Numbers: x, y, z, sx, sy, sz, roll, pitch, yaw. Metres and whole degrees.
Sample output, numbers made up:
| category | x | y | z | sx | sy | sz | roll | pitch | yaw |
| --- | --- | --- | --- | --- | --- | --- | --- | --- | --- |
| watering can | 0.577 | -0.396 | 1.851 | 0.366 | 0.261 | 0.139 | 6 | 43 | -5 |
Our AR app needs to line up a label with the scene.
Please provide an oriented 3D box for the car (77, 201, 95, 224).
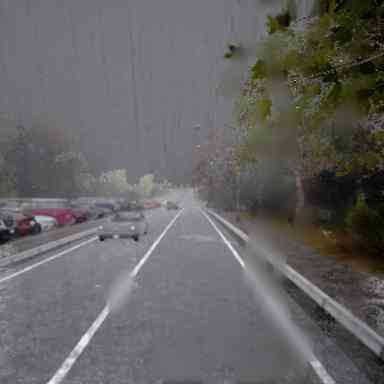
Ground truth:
| category | x | y | z | sx | sy | sz | roll | pitch | yaw |
| --- | --- | --- | --- | --- | --- | --- | --- | --- | --- |
| car | -10.335 | 1.681 | 25.063 | 5.008 | 1.535 | 2.097 | 0 | -1 | 0 |

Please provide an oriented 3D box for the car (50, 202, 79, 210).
| category | x | y | z | sx | sy | sz | roll | pitch | yaw |
| --- | --- | --- | --- | --- | --- | --- | --- | --- | --- |
| car | -23.402 | 2.490 | 61.111 | 4.674 | 1.452 | 2.002 | 0 | -2 | 0 |

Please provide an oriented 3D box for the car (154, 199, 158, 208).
| category | x | y | z | sx | sy | sz | roll | pitch | yaw |
| --- | --- | --- | --- | --- | --- | --- | --- | --- | --- |
| car | -10.132 | 2.604 | 66.674 | 5.366 | 1.575 | 1.946 | 0 | -2 | 0 |

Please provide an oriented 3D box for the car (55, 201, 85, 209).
| category | x | y | z | sx | sy | sz | roll | pitch | yaw |
| --- | --- | --- | --- | --- | --- | --- | --- | --- | --- |
| car | -23.393 | 2.532 | 64.005 | 5.008 | 1.535 | 2.097 | 0 | -2 | 0 |

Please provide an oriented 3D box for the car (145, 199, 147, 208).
| category | x | y | z | sx | sy | sz | roll | pitch | yaw |
| --- | --- | --- | --- | --- | --- | --- | --- | --- | --- |
| car | -10.290 | 2.167 | 55.578 | 4.553 | 1.767 | 2.185 | 0 | -2 | 0 |

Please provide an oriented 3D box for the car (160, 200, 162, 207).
| category | x | y | z | sx | sy | sz | roll | pitch | yaw |
| --- | --- | --- | --- | --- | --- | --- | --- | --- | --- |
| car | -10.343 | 3.030 | 80.550 | 4.792 | 1.488 | 2.163 | 0 | -2 | 0 |

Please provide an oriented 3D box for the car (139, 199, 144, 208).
| category | x | y | z | sx | sy | sz | roll | pitch | yaw |
| --- | --- | --- | --- | --- | --- | --- | --- | --- | --- |
| car | -10.317 | 2.136 | 50.024 | 5.008 | 1.535 | 2.097 | 0 | -2 | 0 |

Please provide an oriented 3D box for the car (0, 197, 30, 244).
| category | x | y | z | sx | sy | sz | roll | pitch | yaw |
| --- | --- | --- | --- | --- | --- | --- | --- | --- | --- |
| car | -10.305 | 1.294 | 13.962 | 5.566 | 2.045 | 2.435 | 0 | -1 | 0 |

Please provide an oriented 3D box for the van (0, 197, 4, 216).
| category | x | y | z | sx | sy | sz | roll | pitch | yaw |
| --- | --- | --- | --- | --- | --- | --- | --- | --- | --- |
| van | -23.289 | 1.594 | 36.335 | 4.442 | 1.987 | 1.878 | 0 | -1 | 0 |

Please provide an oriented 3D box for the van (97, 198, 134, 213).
| category | x | y | z | sx | sy | sz | roll | pitch | yaw |
| --- | --- | --- | --- | --- | --- | --- | --- | --- | --- |
| van | -10.207 | 1.753 | 44.480 | 4.442 | 1.987 | 1.878 | 0 | -2 | 0 |

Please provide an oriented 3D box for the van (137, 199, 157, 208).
| category | x | y | z | sx | sy | sz | roll | pitch | yaw |
| --- | --- | --- | --- | --- | --- | --- | --- | --- | --- |
| van | -10.431 | 2.696 | 77.781 | 4.442 | 1.987 | 1.878 | 0 | -2 | 0 |

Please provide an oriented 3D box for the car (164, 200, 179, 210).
| category | x | y | z | sx | sy | sz | roll | pitch | yaw |
| --- | --- | --- | --- | --- | --- | --- | --- | --- | --- |
| car | -3.332 | 2.464 | 58.039 | 1.895 | 1.301 | 4.718 | 0 | -2 | 0 |

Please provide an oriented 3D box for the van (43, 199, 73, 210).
| category | x | y | z | sx | sy | sz | roll | pitch | yaw |
| --- | --- | --- | --- | --- | --- | --- | --- | --- | --- |
| van | -23.517 | 2.146 | 58.349 | 4.442 | 1.987 | 1.878 | 0 | -2 | 0 |

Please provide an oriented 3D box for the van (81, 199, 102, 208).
| category | x | y | z | sx | sy | sz | roll | pitch | yaw |
| --- | --- | --- | --- | --- | --- | --- | --- | --- | --- |
| van | -23.511 | 2.698 | 77.858 | 4.442 | 1.987 | 1.878 | 0 | -2 | 0 |

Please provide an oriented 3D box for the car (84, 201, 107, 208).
| category | x | y | z | sx | sy | sz | roll | pitch | yaw |
| --- | --- | --- | --- | --- | --- | --- | --- | --- | --- |
| car | -23.399 | 3.002 | 80.620 | 5.008 | 1.535 | 2.097 | 0 | -2 | 0 |

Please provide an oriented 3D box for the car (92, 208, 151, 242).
| category | x | y | z | sx | sy | sz | roll | pitch | yaw |
| --- | --- | --- | --- | --- | --- | --- | --- | --- | --- |
| car | -3.353 | 1.698 | 16.981 | 1.895 | 1.301 | 4.718 | 0 | -1 | 0 |

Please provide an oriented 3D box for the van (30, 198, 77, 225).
| category | x | y | z | sx | sy | sz | roll | pitch | yaw |
| --- | --- | --- | --- | --- | --- | --- | --- | --- | --- |
| van | -10.447 | 1.422 | 22.290 | 4.442 | 1.987 | 1.878 | 0 | -1 | 0 |

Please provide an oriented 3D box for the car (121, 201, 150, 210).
| category | x | y | z | sx | sy | sz | roll | pitch | yaw |
| --- | --- | --- | --- | --- | --- | --- | --- | --- | --- |
| car | -10.313 | 2.451 | 61.125 | 4.892 | 1.521 | 2.231 | 0 | -2 | 0 |

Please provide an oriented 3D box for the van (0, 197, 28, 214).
| category | x | y | z | sx | sy | sz | roll | pitch | yaw |
| --- | --- | --- | --- | --- | --- | --- | --- | --- | --- |
| van | -23.288 | 1.675 | 41.726 | 4.442 | 1.987 | 1.878 | 0 | -1 | 0 |

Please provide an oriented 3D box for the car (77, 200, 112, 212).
| category | x | y | z | sx | sy | sz | roll | pitch | yaw |
| --- | --- | --- | --- | --- | --- | --- | --- | --- | --- |
| car | -10.298 | 1.779 | 30.613 | 4.792 | 1.488 | 2.163 | 0 | -1 | 0 |

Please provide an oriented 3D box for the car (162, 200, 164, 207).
| category | x | y | z | sx | sy | sz | roll | pitch | yaw |
| --- | --- | --- | --- | --- | --- | --- | --- | --- | --- |
| car | -10.306 | 3.167 | 86.101 | 4.892 | 1.521 | 2.231 | 0 | -2 | 0 |

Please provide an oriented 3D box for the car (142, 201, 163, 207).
| category | x | y | z | sx | sy | sz | roll | pitch | yaw |
| --- | --- | --- | --- | --- | --- | --- | --- | --- | --- |
| car | -10.497 | 3.254 | 88.867 | 5.366 | 1.575 | 1.946 | 0 | -2 | 0 |

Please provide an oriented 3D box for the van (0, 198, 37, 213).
| category | x | y | z | sx | sy | sz | roll | pitch | yaw |
| --- | --- | --- | --- | --- | --- | --- | --- | --- | --- |
| van | -23.520 | 1.757 | 44.628 | 4.442 | 1.987 | 1.878 | 0 | -2 | 0 |

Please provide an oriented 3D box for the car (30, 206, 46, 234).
| category | x | y | z | sx | sy | sz | roll | pitch | yaw |
| --- | --- | --- | --- | --- | --- | --- | --- | --- | --- |
| car | -10.362 | 1.609 | 16.735 | 4.792 | 1.488 | 2.163 | 0 | -1 | 0 |

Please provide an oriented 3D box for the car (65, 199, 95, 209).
| category | x | y | z | sx | sy | sz | roll | pitch | yaw |
| --- | --- | --- | --- | --- | --- | --- | --- | --- | --- |
| car | -23.369 | 2.438 | 69.552 | 5.566 | 2.045 | 2.435 | 0 | -2 | 0 |

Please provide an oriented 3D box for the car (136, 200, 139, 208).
| category | x | y | z | sx | sy | sz | roll | pitch | yaw |
| --- | --- | --- | --- | --- | --- | --- | --- | --- | --- |
| car | -10.326 | 2.097 | 47.248 | 4.674 | 1.452 | 2.002 | 0 | -2 | 0 |

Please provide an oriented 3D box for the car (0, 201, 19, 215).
| category | x | y | z | sx | sy | sz | roll | pitch | yaw |
| --- | --- | --- | --- | --- | --- | --- | --- | --- | --- |
| car | -23.411 | 1.853 | 39.103 | 5.008 | 1.535 | 2.097 | 0 | -1 | 0 |

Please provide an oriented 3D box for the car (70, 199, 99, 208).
| category | x | y | z | sx | sy | sz | roll | pitch | yaw |
| --- | --- | --- | --- | --- | --- | --- | --- | --- | --- |
| car | -23.368 | 2.516 | 72.321 | 5.566 | 2.045 | 2.435 | 0 | -2 | 0 |

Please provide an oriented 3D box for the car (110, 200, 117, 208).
| category | x | y | z | sx | sy | sz | roll | pitch | yaw |
| --- | --- | --- | --- | --- | --- | --- | --- | --- | --- |
| car | -10.330 | 1.823 | 33.391 | 4.674 | 1.452 | 2.002 | 0 | -1 | 0 |

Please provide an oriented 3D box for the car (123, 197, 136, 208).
| category | x | y | z | sx | sy | sz | roll | pitch | yaw |
| --- | --- | --- | --- | --- | --- | --- | --- | --- | --- |
| car | -10.353 | 1.649 | 41.706 | 5.566 | 2.045 | 2.435 | 0 | -2 | 0 |

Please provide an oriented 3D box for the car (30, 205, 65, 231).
| category | x | y | z | sx | sy | sz | roll | pitch | yaw |
| --- | --- | --- | --- | --- | --- | --- | --- | --- | --- |
| car | -10.334 | 1.653 | 19.510 | 4.674 | 1.452 | 2.002 | 0 | -1 | 0 |

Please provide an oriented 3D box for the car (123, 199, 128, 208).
| category | x | y | z | sx | sy | sz | roll | pitch | yaw |
| --- | --- | --- | --- | --- | --- | --- | --- | --- | --- |
| car | -10.355 | 1.881 | 38.949 | 4.792 | 1.488 | 2.163 | 0 | -1 | 0 |

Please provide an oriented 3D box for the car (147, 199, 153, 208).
| category | x | y | z | sx | sy | sz | roll | pitch | yaw |
| --- | --- | --- | --- | --- | --- | --- | --- | --- | --- |
| car | -10.135 | 2.369 | 58.350 | 5.366 | 1.575 | 1.946 | 0 | -2 | 0 |

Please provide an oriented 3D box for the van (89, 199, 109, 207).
| category | x | y | z | sx | sy | sz | roll | pitch | yaw |
| --- | --- | --- | --- | --- | --- | --- | --- | --- | --- |
| van | -23.284 | 2.859 | 83.411 | 4.442 | 1.987 | 1.878 | 0 | -2 | 0 |

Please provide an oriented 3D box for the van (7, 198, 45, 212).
| category | x | y | z | sx | sy | sz | roll | pitch | yaw |
| --- | --- | --- | --- | --- | --- | --- | --- | --- | --- |
| van | -23.520 | 1.832 | 47.272 | 4.442 | 1.987 | 1.878 | 0 | -2 | 0 |

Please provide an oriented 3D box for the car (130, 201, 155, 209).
| category | x | y | z | sx | sy | sz | roll | pitch | yaw |
| --- | --- | --- | --- | --- | --- | --- | --- | --- | --- |
| car | -10.288 | 2.716 | 69.449 | 4.792 | 1.488 | 2.163 | 0 | -2 | 0 |

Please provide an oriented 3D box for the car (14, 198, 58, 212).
| category | x | y | z | sx | sy | sz | roll | pitch | yaw |
| --- | --- | --- | --- | --- | --- | --- | --- | --- | --- |
| car | -23.374 | 1.885 | 50.043 | 5.566 | 2.045 | 2.435 | 0 | -2 | 0 |

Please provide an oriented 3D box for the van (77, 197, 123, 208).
| category | x | y | z | sx | sy | sz | roll | pitch | yaw |
| --- | --- | --- | --- | --- | --- | --- | --- | --- | --- |
| van | -10.210 | 1.591 | 36.170 | 4.442 | 1.987 | 1.878 | 0 | -1 | 0 |
